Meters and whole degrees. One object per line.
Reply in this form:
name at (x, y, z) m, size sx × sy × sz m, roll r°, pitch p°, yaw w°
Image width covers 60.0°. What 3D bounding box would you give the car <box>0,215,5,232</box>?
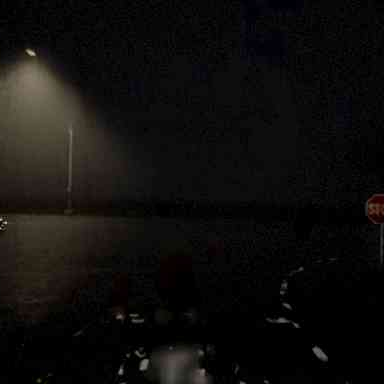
car at (-11.312, 1.138, 15.534) m, size 4.553 × 1.767 × 2.097 m, roll 1°, pitch 1°, yaw 0°
